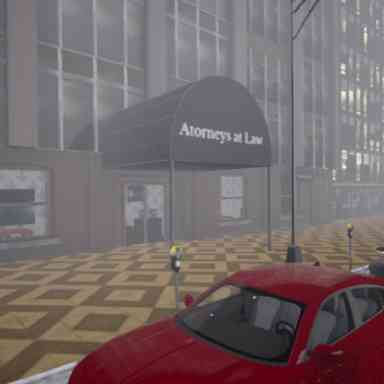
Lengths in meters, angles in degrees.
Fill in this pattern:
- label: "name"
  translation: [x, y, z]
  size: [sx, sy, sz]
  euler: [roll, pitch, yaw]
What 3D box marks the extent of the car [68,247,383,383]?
- label: "car"
  translation: [0.966, 1.544, 3.594]
  size: [4.507, 1.381, 1.887]
  euler: [0, -1, -40]
